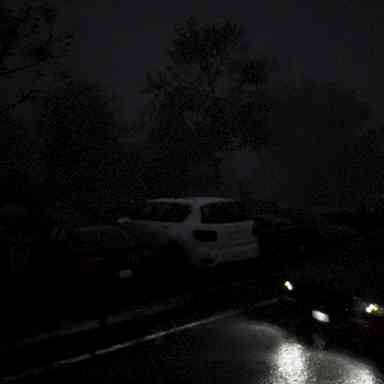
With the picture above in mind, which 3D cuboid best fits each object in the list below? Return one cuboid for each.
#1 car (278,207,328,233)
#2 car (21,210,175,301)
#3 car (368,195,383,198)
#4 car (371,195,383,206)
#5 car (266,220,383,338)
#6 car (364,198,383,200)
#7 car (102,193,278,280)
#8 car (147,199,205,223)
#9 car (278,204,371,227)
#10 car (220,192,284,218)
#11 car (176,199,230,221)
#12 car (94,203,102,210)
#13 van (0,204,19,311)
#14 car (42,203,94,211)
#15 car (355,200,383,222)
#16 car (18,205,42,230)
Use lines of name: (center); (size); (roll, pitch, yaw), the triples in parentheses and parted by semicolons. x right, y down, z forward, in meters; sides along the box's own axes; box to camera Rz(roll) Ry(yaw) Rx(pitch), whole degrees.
car: (1.841, 1.403, 11.764); (2.231, 1.521, 4.892); (-1, 0, -35)
car: (-2.723, 1.446, 8.499); (2.097, 1.535, 5.008); (-1, 0, -36)
car: (25.839, 1.205, 45.020); (2.231, 1.521, 4.892); (0, 0, -36)
car: (28.209, 1.188, 46.480); (1.946, 1.575, 5.366); (0, 0, -36)
car: (4.128, 1.491, 6.628); (5.357, 1.411, 2.033); (-1, 0, -35)
car: (10.844, 1.329, 18.437); (1.946, 1.575, 5.366); (0, 0, -36)
car: (-0.463, 1.173, 10.156); (2.435, 2.045, 5.566); (-1, 0, -36)
car: (-1.364, 1.367, 25.551); (2.097, 1.535, 5.008); (0, 0, -36)
car: (4.131, 1.412, 13.371); (2.163, 1.488, 4.792); (0, 0, -36)
car: (5.342, 1.071, 30.319); (2.435, 2.045, 5.566); (0, 0, -36)
car: (0.798, 1.391, 27.101); (2.002, 1.452, 4.674); (0, 0, -36)
car: (-5.914, 1.435, 22.339); (2.163, 1.488, 4.792); (-1, 0, -36)
van: (-5.075, 1.243, 6.966); (1.878, 1.987, 4.442); (-1, 0, -36)
car: (-8.146, 1.457, 20.671); (2.163, 1.488, 4.792); (-1, 0, -36)
car: (8.678, 1.346, 16.653); (2.097, 1.535, 5.008); (0, 0, -36)
car: (-10.425, 1.449, 19.071); (2.097, 1.535, 5.008); (-1, 0, -36)
